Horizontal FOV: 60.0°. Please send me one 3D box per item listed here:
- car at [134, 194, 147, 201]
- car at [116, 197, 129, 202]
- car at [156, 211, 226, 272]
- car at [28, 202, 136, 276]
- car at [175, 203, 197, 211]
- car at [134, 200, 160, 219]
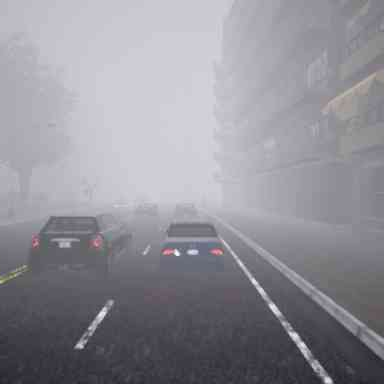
[{"bbox_3d":[-9.373,1.330,61.127,2.150,2.045,5.566,0,0,-5],"label":"car"},{"bbox_3d":[-12.589,1.635,60.581,1.837,1.490,4.892,0,-1,-5],"label":"car"},{"bbox_3d":[-0.018,1.568,10.853,2.033,1.411,5.357,0,0,-1],"label":"car"},{"bbox_3d":[-3.282,1.373,10.646,2.097,1.767,4.553,0,0,-1],"label":"car"},{"bbox_3d":[-0.589,1.655,29.326,1.895,1.301,4.718,0,0,-2],"label":"car"},{"bbox_3d":[-3.839,1.658,29.276,1.895,1.301,4.718,0,0,-2],"label":"car"}]
